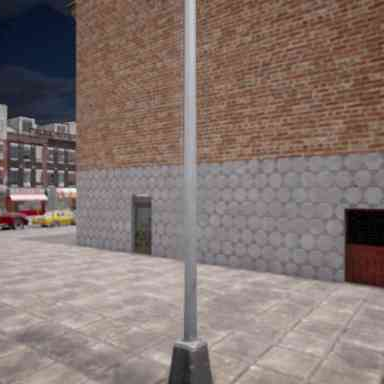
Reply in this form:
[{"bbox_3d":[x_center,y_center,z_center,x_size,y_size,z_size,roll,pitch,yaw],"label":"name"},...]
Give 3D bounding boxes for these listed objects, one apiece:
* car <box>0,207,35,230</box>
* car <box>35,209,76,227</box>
[{"bbox_3d":[-13.976,1.808,22.841,2.192,1.841,5.009,-1,-2,36],"label":"car"},{"bbox_3d":[-10.644,2.123,27.479,1.752,1.417,4.829,-1,-2,36],"label":"car"}]
